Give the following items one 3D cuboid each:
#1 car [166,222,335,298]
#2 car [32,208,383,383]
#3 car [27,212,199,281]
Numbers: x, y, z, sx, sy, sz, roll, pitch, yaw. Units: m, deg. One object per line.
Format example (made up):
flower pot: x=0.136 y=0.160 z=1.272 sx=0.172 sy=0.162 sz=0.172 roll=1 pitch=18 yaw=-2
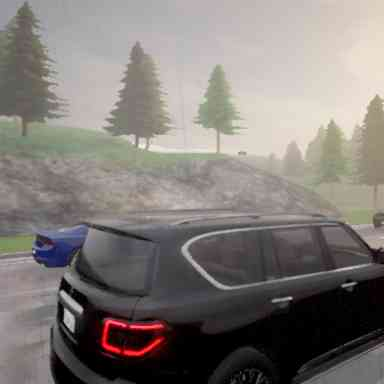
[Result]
car: x=1.788 y=1.658 z=9.332 sx=4.718 sy=1.301 sz=1.895 roll=1 pitch=0 yaw=-35
car: x=1.089 y=1.251 z=4.538 sx=5.566 sy=2.045 sz=2.150 roll=0 pitch=0 yaw=-35
car: x=-2.360 y=1.518 z=10.678 sx=5.008 sy=1.535 sz=1.882 roll=0 pitch=0 yaw=-35
